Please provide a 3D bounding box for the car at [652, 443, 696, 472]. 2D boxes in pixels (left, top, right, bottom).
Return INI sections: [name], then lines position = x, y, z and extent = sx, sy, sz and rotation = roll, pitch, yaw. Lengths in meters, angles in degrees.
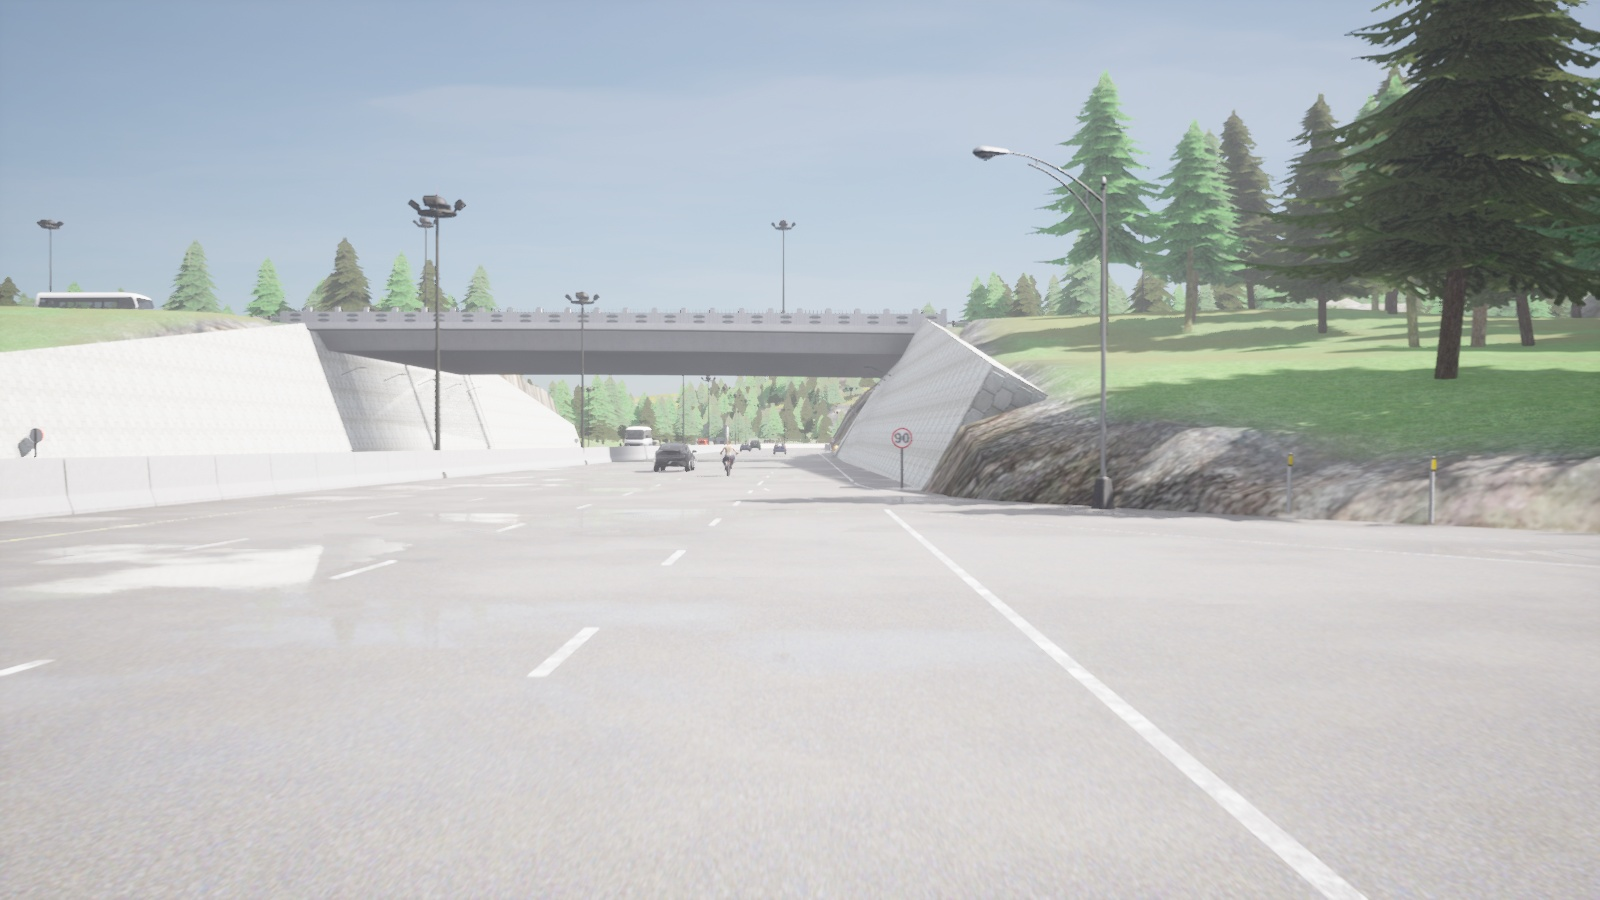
[car]
position = -6.607, 0.372, 66.352
extent = 1.837, 1.490, 4.892
rotation = 0, 0, 0
